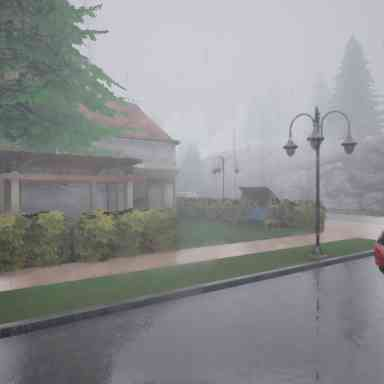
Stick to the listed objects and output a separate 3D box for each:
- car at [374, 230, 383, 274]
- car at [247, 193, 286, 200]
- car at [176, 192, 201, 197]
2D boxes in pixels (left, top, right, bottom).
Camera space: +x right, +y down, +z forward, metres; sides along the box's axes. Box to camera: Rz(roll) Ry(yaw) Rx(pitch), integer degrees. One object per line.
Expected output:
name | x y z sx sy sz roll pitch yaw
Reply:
car | 7.296 1.220 9.293 5.566 2.045 2.150 0 0 -37
car | 7.249 1.059 30.862 2.150 2.045 5.566 0 0 -35
car | -0.380 1.061 41.589 2.150 2.045 5.566 0 0 -35
